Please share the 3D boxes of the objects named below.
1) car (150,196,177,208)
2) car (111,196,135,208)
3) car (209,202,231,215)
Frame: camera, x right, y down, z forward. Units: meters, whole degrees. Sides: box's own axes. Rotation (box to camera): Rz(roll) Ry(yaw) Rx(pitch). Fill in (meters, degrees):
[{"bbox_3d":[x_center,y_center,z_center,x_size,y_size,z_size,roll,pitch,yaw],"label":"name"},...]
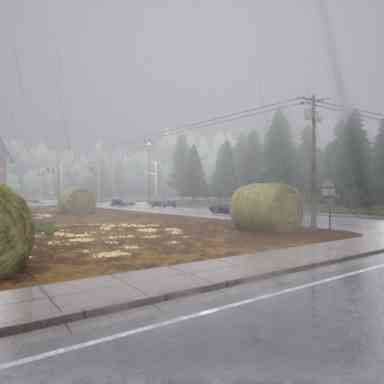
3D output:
[{"bbox_3d":[-4.199,1.384,47.881,2.097,1.767,4.553,0,0,-38],"label":"car"},{"bbox_3d":[-10.350,1.383,49.950,2.097,1.767,4.553,0,0,-38],"label":"car"},{"bbox_3d":[3.838,1.633,31.867,1.895,1.301,4.718,0,0,-38],"label":"car"}]
